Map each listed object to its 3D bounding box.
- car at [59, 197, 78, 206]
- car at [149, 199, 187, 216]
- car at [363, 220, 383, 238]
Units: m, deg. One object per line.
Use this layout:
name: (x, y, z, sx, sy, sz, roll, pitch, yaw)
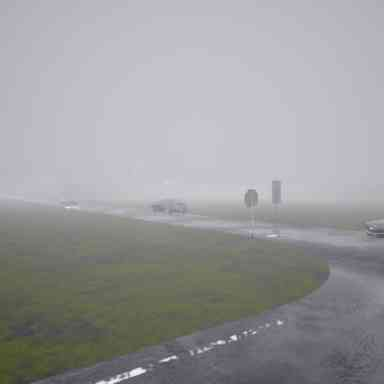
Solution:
car: (-18.595, 1.389, 50.091, 1.994, 1.385, 4.181, 0, 0, -35)
car: (-2.344, 1.406, 31.826, 2.128, 1.511, 4.902, 0, 0, -35)
car: (10.525, 1.527, 14.524, 5.357, 1.411, 2.033, 0, 1, 19)
